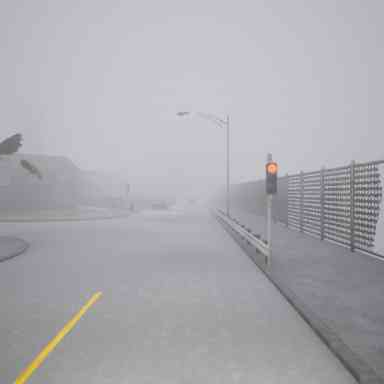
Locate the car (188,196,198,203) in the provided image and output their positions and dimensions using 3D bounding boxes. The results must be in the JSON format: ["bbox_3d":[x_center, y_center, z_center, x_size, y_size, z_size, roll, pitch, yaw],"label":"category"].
[{"bbox_3d":[0.168,1.547,67.996,2.033,1.411,5.357,0,0,-1],"label":"car"}]

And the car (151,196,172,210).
[{"bbox_3d":[-4.058,1.478,42.778,1.882,1.535,5.008,0,0,0],"label":"car"}]

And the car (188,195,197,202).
[{"bbox_3d":[0.074,1.540,78.624,2.033,1.411,5.357,0,0,0],"label":"car"}]

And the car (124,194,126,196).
[{"bbox_3d":[-17.204,1.134,78.223,3.633,1.501,1.845,0,0,0],"label":"car"}]

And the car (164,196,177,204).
[{"bbox_3d":[-3.999,1.547,62.952,2.033,1.411,5.357,0,0,0],"label":"car"}]

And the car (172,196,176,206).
[{"bbox_3d":[-4.041,1.505,52.496,1.837,1.490,4.892,0,0,0],"label":"car"}]
